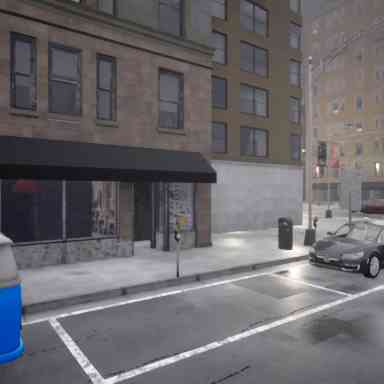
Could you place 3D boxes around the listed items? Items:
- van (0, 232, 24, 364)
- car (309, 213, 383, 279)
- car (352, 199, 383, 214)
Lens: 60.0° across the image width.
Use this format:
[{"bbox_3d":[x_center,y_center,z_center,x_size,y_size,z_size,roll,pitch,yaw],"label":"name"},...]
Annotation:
[{"bbox_3d":[-3.906,1.341,3.401,3.998,1.788,1.690,0,0,-36],"label":"van"},{"bbox_3d":[5.304,1.550,9.990,4.403,1.369,2.008,0,0,-36],"label":"car"},{"bbox_3d":[17.056,1.412,29.937,1.882,1.535,5.008,0,0,-36],"label":"car"}]
